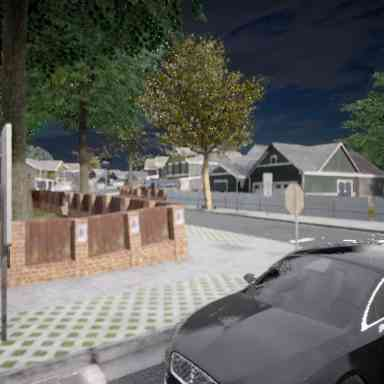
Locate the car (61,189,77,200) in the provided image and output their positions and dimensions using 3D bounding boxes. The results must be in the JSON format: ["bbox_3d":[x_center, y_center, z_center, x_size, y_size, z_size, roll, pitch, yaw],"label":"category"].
[{"bbox_3d":[-17.600,0.364,47.362,2.128,1.511,4.902,0,2,-31],"label":"car"}]

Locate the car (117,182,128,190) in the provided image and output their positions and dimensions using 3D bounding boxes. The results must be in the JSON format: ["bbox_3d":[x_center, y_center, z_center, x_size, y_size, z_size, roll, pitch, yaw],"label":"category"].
[{"bbox_3d":[-19.322,-1.222,91.941,1.882,1.535,5.008,0,2,-1],"label":"car"}]

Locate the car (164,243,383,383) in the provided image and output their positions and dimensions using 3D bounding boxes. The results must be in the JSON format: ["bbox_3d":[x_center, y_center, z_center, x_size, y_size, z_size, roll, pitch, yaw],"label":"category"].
[{"bbox_3d":[1.965,1.511,4.295,4.892,1.490,1.837,-1,0,-35],"label":"car"}]
